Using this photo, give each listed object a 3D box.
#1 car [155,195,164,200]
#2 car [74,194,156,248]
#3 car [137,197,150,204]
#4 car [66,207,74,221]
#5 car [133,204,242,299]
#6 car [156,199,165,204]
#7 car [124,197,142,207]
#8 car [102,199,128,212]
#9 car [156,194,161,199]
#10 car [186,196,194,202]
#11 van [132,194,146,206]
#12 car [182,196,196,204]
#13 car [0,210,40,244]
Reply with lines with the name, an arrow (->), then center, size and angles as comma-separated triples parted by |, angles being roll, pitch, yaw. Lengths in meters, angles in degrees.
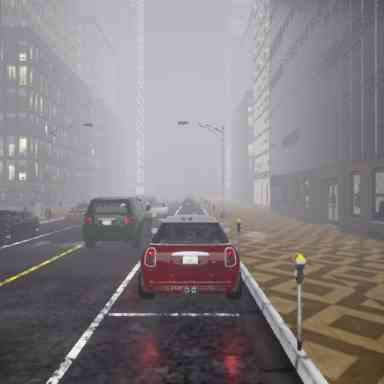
car -> -8.832, 1.503, 89.799 | 1.947, 1.339, 4.313 | 0, 0, 0
car -> -3.144, 1.214, 14.962 | 2.150, 2.045, 5.566 | 0, 0, 0
car -> -8.832, 1.550, 61.338 | 1.802, 1.307, 4.206 | 0, 0, 0
car -> -8.832, 1.574, 27.183 | 1.802, 1.307, 4.206 | 0, 0, 0
car -> -0.032, 1.352, 8.619 | 2.097, 1.767, 4.553 | 0, 0, 0
car -> -3.143, 1.592, 30.049 | 1.895, 1.301, 4.718 | 0, 0, 0
car -> -8.832, 1.523, 49.953 | 1.887, 1.381, 4.507 | 0, 0, 0
car -> -8.833, 1.537, 38.569 | 2.008, 1.369, 4.403 | 0, 0, 0
car -> -6.150, 1.473, 48.378 | 2.128, 1.511, 4.902 | 0, 0, 0
car -> -0.452, 1.533, 78.399 | 1.802, 1.307, 4.206 | 0, 0, 0
van -> -8.831, 1.314, 55.646 | 1.690, 1.788, 3.998 | 0, 0, 0
car -> -0.452, 1.548, 44.248 | 1.947, 1.339, 4.313 | 0, 0, 0
car -> -8.833, 1.563, 15.800 | 1.947, 1.339, 4.313 | 0, 0, 0
